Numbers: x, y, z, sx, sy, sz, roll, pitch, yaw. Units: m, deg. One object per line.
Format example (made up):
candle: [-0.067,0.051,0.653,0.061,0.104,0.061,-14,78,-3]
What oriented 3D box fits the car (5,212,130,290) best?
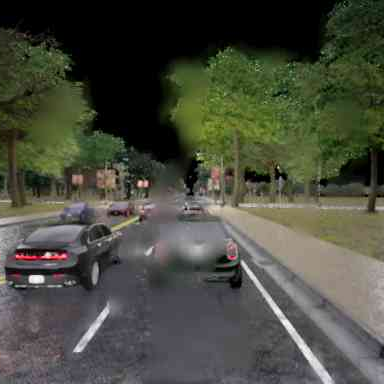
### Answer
car: [-3.153,1.527,9.164,1.837,1.490,4.892,0,0,0]

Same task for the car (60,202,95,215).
car: [-9.856,1.606,29.043,1.812,1.442,4.674,0,0,0]

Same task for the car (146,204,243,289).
car: [0.099,1.375,9.433,2.097,1.767,4.553,0,0,0]

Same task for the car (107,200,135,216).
car: [-6.604,1.567,31.303,1.882,1.535,5.008,0,0,0]

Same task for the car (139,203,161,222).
car: [-3.158,1.600,27.054,1.812,1.442,4.674,0,0,0]
